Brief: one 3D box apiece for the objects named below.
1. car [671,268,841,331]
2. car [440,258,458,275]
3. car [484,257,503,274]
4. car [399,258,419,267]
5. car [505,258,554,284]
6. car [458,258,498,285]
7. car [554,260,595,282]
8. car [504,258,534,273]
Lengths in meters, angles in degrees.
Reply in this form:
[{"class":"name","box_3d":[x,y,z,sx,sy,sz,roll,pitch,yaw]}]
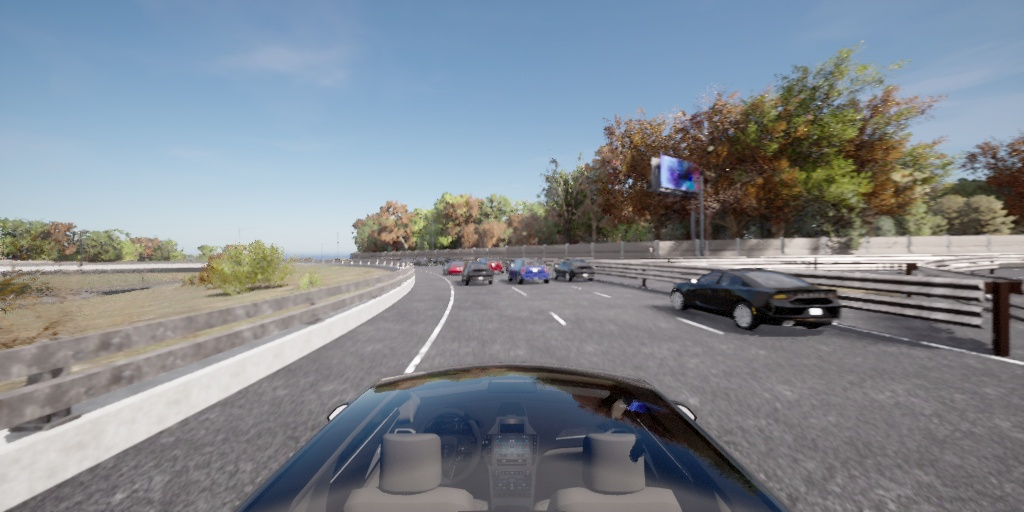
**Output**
[{"class":"car","box_3d":[6.585,1.084,10.464,1.882,1.535,5.008,-1,0,-4]},{"class":"car","box_3d":[-5.792,1.179,36.394,1.994,1.385,4.181,-1,0,-19]},{"class":"car","box_3d":[-2.506,0.908,37.573,2.097,1.767,4.553,-1,0,-19]},{"class":"car","box_3d":[-18.109,1.134,61.226,2.128,1.511,4.902,-1,0,-34]},{"class":"car","box_3d":[1.053,0.935,25.053,2.097,1.767,4.553,-1,0,-12]},{"class":"car","box_3d":[-2.444,1.144,24.727,1.837,1.490,4.892,-1,0,-12]},{"class":"car","box_3d":[4.394,1.030,26.223,1.837,1.490,4.892,-1,0,-12]},{"class":"car","box_3d":[0.664,1.024,39.111,1.812,1.442,4.674,-1,0,-19]}]
